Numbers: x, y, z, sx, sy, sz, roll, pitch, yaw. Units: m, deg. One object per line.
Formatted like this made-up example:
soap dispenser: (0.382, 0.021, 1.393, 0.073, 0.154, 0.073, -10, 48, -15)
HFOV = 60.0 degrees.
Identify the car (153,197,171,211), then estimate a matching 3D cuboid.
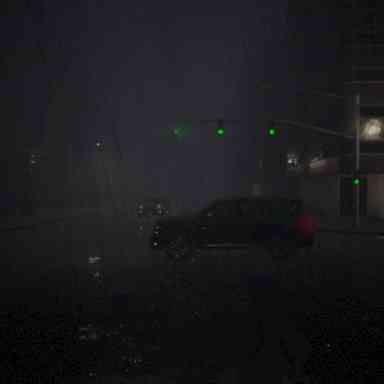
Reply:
car: (-3.585, 1.421, 40.597, 1.812, 1.442, 4.674, 0, 0, 0)

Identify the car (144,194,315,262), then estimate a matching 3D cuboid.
car: (1.339, 1.196, 11.547, 5.566, 2.045, 2.150, 0, 0, -1)

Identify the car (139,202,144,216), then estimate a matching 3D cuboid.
car: (-3.591, 1.273, 30.695, 2.097, 1.767, 4.553, 0, 0, 0)

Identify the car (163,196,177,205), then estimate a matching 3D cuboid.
car: (-3.523, 1.424, 54.625, 1.994, 1.385, 4.181, 0, 0, 1)
